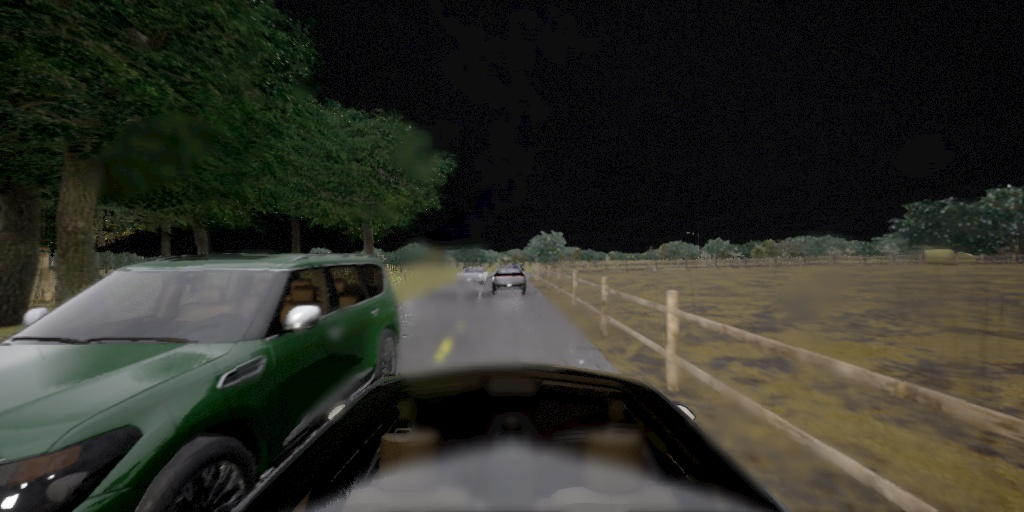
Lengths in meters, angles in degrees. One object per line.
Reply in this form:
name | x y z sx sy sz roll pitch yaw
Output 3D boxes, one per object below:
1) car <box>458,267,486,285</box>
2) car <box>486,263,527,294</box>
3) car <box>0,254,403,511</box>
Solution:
car | -2.931 1.509 27.695 1.895 1.301 4.718 0 -1 1
car | -0.161 1.294 20.524 2.128 1.511 4.902 0 0 -1
car | -2.869 0.990 3.830 2.150 2.045 5.566 0 0 -1
